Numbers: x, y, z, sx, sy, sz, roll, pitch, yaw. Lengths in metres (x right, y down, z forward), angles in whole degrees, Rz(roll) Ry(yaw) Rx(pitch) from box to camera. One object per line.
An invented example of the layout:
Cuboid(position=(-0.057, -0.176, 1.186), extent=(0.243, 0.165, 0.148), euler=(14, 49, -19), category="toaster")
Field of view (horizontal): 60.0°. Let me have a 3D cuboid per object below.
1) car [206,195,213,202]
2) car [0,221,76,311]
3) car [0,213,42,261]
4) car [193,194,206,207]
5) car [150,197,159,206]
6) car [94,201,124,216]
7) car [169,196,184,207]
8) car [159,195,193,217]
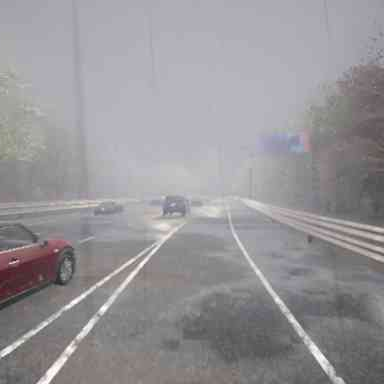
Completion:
Cuboid(position=(3.726, 1.960, 87.416), extent=(1.812, 1.442, 4.674), euler=(0, 0, 6), category="car")
Cuboid(position=(-4.170, 1.348, 6.709), extent=(2.097, 1.767, 4.553), euler=(0, 0, 6), category="car")
Cuboid(position=(-7.295, 1.538, 10.733), extent=(2.033, 1.411, 5.357), euler=(0, 0, 6), category="car")
Cuboid(position=(0.819, 1.604, 57.754), extent=(2.097, 1.767, 4.553), euler=(0, 0, 6), category="car")
Cuboid(position=(-6.125, 1.713, 58.621), extent=(1.837, 1.490, 4.892), euler=(0, 0, 6), category="car")
Cuboid(position=(-8.490, 1.649, 34.436), extent=(1.994, 1.385, 4.181), euler=(0, 0, 6), category="car")
Cuboid(position=(-2.656, 1.581, 58.157), extent=(2.097, 1.767, 4.553), euler=(0, 0, 6), category="car")
Cuboid(position=(-1.532, 1.353, 33.689), extent=(2.150, 2.045, 5.566), euler=(0, 0, 6), category="car")
